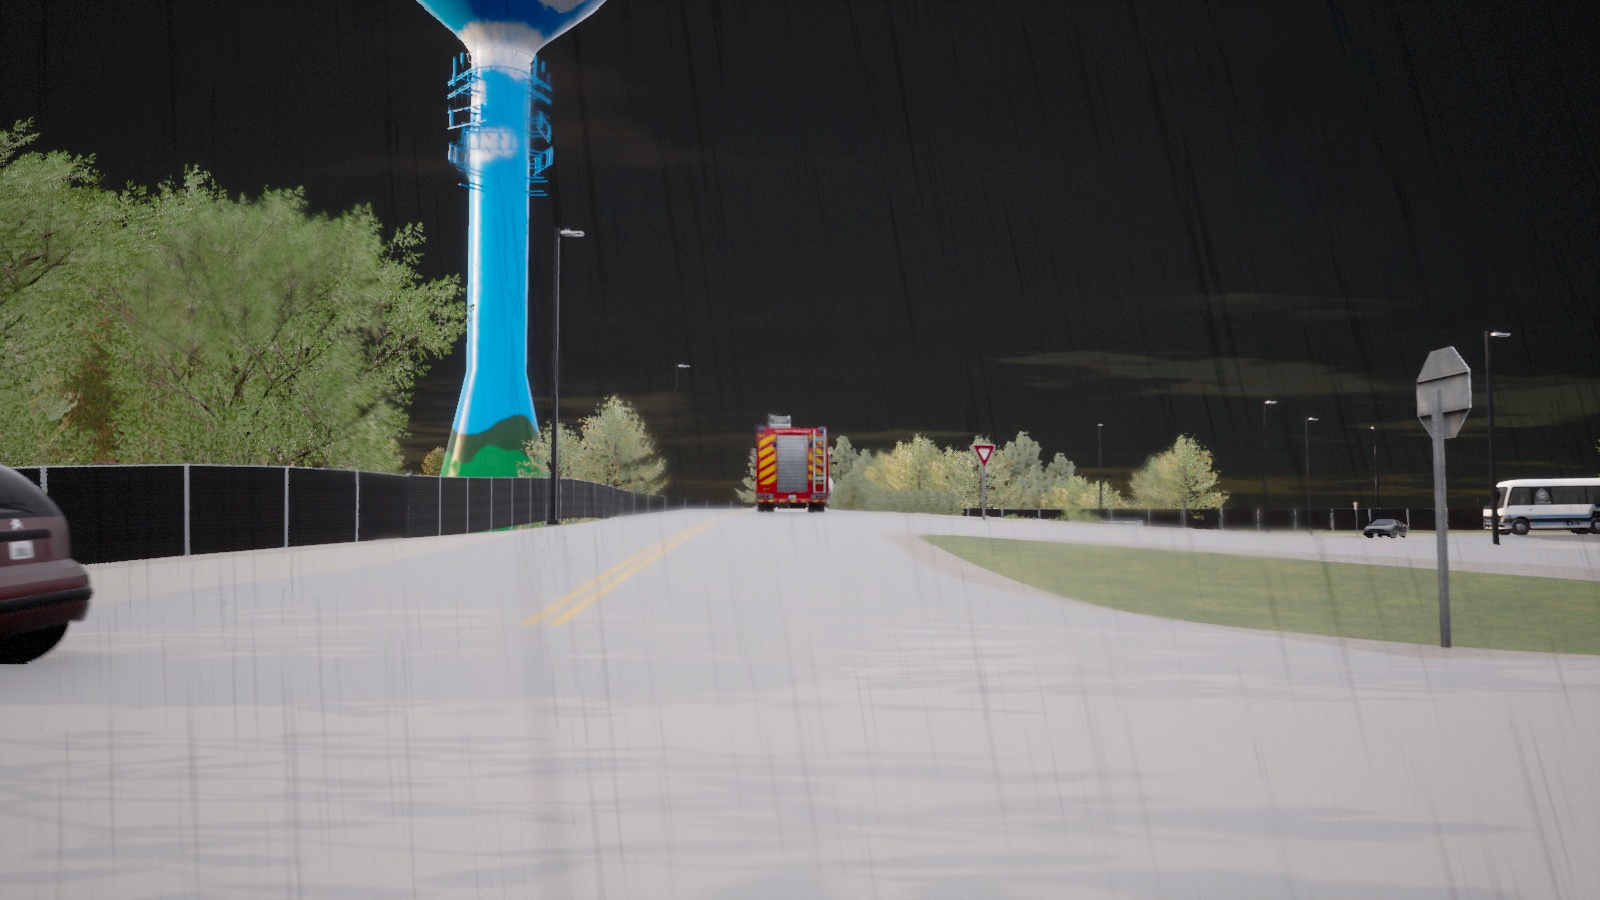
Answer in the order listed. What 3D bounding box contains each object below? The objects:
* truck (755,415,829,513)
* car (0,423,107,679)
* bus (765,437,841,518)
[{"bbox_3d":[-0.439,0.732,53.669,2.891,3.827,8.468,0,-3,-2],"label":"truck"},{"bbox_3d":[-7.068,0.712,8.232,3.988,1.617,1.851,-2,-1,-2],"label":"car"},{"bbox_3d":[0.319,1.839,76.736,3.944,4.253,10.273,0,-5,4],"label":"bus"}]
